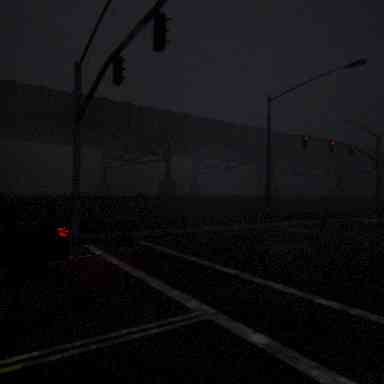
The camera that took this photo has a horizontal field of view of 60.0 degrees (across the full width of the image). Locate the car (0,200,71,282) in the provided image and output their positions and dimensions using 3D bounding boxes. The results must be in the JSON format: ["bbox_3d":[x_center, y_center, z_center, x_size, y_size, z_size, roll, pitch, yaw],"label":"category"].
[{"bbox_3d":[-5.976,1.219,8.325,5.566,2.045,2.150,1,-1,-36],"label":"car"}]
